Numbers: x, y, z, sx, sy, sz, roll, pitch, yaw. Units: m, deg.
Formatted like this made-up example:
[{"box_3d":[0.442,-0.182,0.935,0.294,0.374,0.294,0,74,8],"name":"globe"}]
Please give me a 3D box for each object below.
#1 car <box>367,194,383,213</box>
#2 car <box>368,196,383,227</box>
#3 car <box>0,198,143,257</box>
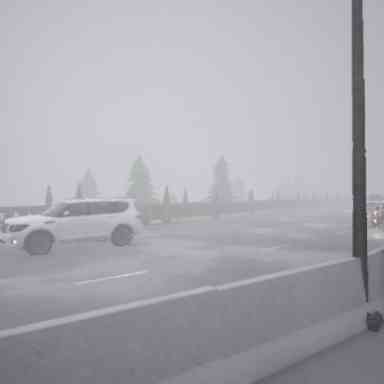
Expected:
[{"box_3d":[20.174,1.252,35.949,2.150,2.045,5.566,-1,0,39],"name":"car"},{"box_3d":[13.603,1.363,22.200,2.097,1.767,4.553,-1,0,40],"name":"car"},{"box_3d":[-4.729,1.281,13.751,5.566,2.045,2.150,0,0,-40],"name":"car"}]
